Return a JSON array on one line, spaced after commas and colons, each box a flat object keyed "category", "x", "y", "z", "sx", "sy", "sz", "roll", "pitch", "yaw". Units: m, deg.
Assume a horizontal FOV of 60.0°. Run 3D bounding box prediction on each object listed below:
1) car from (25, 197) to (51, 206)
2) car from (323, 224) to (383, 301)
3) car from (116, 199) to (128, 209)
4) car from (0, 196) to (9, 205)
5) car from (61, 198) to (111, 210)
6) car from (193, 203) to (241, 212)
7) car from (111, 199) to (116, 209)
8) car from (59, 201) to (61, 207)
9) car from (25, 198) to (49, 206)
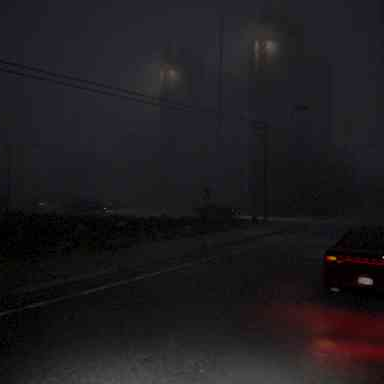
[{"category": "car", "x": -27.974, "y": 1.768, "z": 60.362, "sx": 4.902, "sy": 1.511, "sz": 2.128, "roll": 0, "pitch": 0, "yaw": 37}, {"category": "car", "x": 4.782, "y": 1.529, "z": 8.247, "sx": 1.882, "sy": 1.535, "sz": 5.008, "roll": 0, "pitch": 0, "yaw": 37}, {"category": "car", "x": -11.481, "y": 1.711, "z": 48.160, "sx": 5.008, "sy": 1.535, "sz": 1.882, "roll": 0, "pitch": 0, "yaw": 37}, {"category": "car", "x": -31.715, "y": 1.552, "z": 53.699, "sx": 1.905, "sy": 1.878, "sz": 3.866, "roll": 0, "pitch": 0, "yaw": 37}, {"category": "car", "x": -12.409, "y": 1.667, "z": 39.096, "sx": 2.242, "sy": 1.667, "sz": 4.611, "roll": 0, "pitch": 0, "yaw": 37}, {"category": "car", "x": 2.502, "y": 1.774, "z": 33.089, "sx": 4.718, "sy": 1.301, "sz": 1.895, "roll": 0, "pitch": 0, "yaw": 37}, {"category": "car", "x": -12.916, "y": 1.566, "z": 44.625, "sx": 4.553, "sy": 1.767, "sz": 2.097, "roll": 0, "pitch": 0, "yaw": 37}, {"category": "car", "x": -19.823, "y": 1.747, "z": 54.360, "sx": 4.902, "sy": 1.511, "sz": 2.128, "roll": 0, "pitch": 0, "yaw": 37}, {"category": "car", "x": -25.373, "y": 1.457, "z": 54.050, "sx": 4.718, "sy": 1.301, "sz": 1.895, "roll": 0, "pitch": 0, "yaw": 37}]
